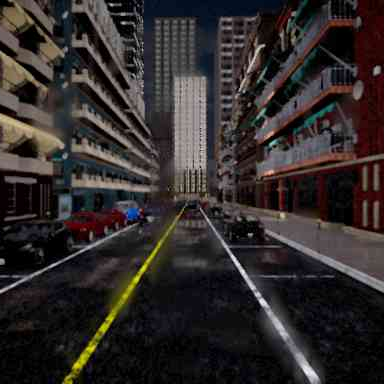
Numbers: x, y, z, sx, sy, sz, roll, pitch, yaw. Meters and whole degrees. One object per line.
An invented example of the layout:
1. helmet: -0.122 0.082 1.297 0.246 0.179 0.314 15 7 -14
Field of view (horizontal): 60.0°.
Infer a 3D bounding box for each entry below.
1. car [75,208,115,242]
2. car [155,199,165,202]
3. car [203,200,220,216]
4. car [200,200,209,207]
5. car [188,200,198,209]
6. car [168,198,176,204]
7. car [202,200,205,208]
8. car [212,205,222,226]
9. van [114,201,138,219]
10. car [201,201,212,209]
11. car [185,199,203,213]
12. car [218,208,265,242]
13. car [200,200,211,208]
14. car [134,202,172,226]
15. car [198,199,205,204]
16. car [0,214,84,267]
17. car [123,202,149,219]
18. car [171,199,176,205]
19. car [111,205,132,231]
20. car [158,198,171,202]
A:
1. car: -5.697 1.760 17.523 1.887 1.381 4.507 -1 -1 0
2. car: -5.696 2.192 50.662 1.947 1.339 4.313 -1 -1 0
3. car: 2.685 2.038 39.602 2.008 1.369 4.403 -1 -1 0
4. car: 2.687 2.431 72.909 1.752 1.417 4.829 -1 -1 0
5. car: 0.104 2.286 61.383 1.812 1.442 4.674 0 -1 0
6. car: -5.694 2.626 94.847 1.967 1.590 4.097 -1 -1 0
7. car: 2.685 2.083 45.295 1.752 1.417 4.829 -1 -1 0
8. car: 2.684 1.833 23.032 2.008 1.369 4.403 -1 -1 0
9. van: -5.699 1.692 28.572 1.690 1.788 3.998 -1 -1 0
10. car: 2.686 2.309 61.693 1.887 1.381 4.507 -1 -1 0
11. car: 0.102 2.068 46.698 2.128 1.511 4.902 0 -1 0
12. car: 2.684 1.765 17.509 2.008 1.369 4.403 -1 -1 0
13. car: 2.687 2.384 67.216 2.008 1.369 4.403 -1 -1 0
14. car: -2.998 1.842 26.613 2.128 1.511 4.902 0 -1 0
15. car: 2.688 2.729 94.831 1.887 1.381 4.507 -1 -1 0
16. car: -5.697 1.714 11.999 1.947 1.339 4.313 0 -1 0
17. car: -5.698 1.859 34.094 1.967 1.590 4.097 -1 -1 0
18. car: -5.693 2.626 83.799 1.802 1.307 4.206 -1 -1 0
19. car: -5.697 1.828 23.047 1.887 1.381 4.507 -1 -1 0
20. car: -5.697 2.080 61.710 2.192 1.841 5.009 -1 -1 0
